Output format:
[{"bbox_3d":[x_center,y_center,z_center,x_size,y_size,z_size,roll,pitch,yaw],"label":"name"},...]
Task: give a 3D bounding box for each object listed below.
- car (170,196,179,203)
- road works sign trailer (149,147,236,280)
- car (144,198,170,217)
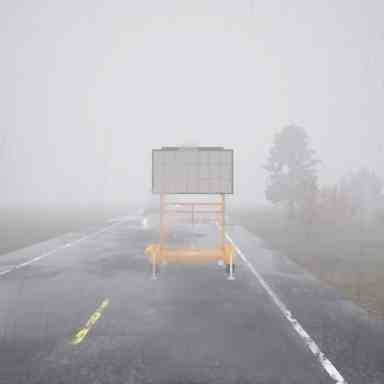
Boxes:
[{"bbox_3d":[-3.381,1.532,62.246,2.128,1.511,4.902,0,0,0],"label":"car"},{"bbox_3d":[0.019,0.465,9.955,2.380,3.560,2.880,0,0,0],"label":"road works sign trailer"},{"bbox_3d":[-3.439,1.489,31.864,1.882,1.535,5.008,0,0,0],"label":"car"}]
